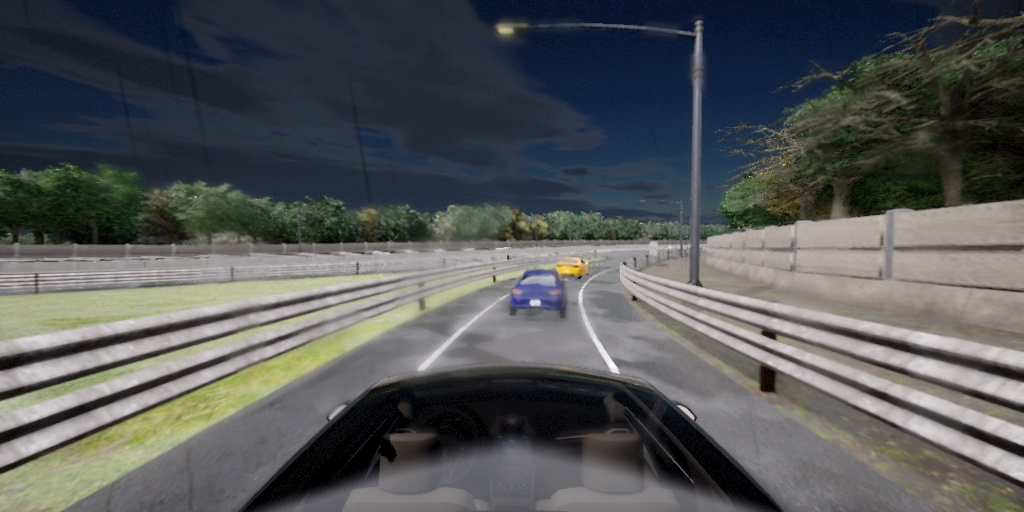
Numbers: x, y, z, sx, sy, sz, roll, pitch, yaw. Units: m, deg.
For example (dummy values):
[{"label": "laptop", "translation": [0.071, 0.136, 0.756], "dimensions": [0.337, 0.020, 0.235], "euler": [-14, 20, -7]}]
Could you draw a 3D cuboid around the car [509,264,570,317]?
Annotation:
[{"label": "car", "translation": [1.050, 1.201, 12.856], "dimensions": [1.812, 1.442, 4.674], "euler": [1, 1, 9]}]

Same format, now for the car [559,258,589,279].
[{"label": "car", "translation": [4.786, 0.879, 27.968], "dimensions": [1.882, 1.535, 5.008], "euler": [1, 2, 20]}]
